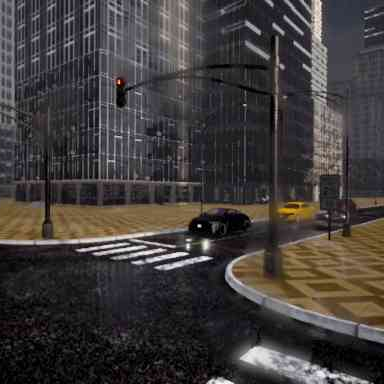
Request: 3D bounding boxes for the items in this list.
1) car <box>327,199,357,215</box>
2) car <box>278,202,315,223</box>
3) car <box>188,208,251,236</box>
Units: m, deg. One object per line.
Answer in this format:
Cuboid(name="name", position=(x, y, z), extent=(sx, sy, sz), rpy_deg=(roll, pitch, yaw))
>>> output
Cuboid(name="car", position=(16.547, 1.520, 36.664), extent=(2.097, 1.767, 4.553), rpy_deg=(1, 0, 41))
Cuboid(name="car", position=(8.344, 1.588, 26.982), extent=(1.882, 1.535, 5.008), rpy_deg=(1, 0, 40))
Cuboid(name="car", position=(1.669, 1.627, 19.093), extent=(1.994, 1.385, 4.181), rpy_deg=(1, 0, 40))
